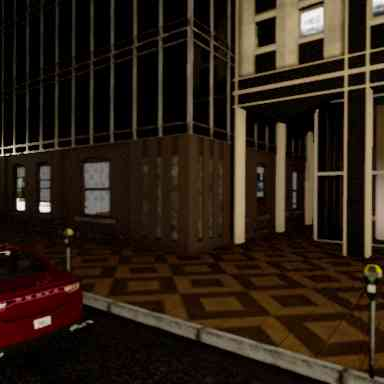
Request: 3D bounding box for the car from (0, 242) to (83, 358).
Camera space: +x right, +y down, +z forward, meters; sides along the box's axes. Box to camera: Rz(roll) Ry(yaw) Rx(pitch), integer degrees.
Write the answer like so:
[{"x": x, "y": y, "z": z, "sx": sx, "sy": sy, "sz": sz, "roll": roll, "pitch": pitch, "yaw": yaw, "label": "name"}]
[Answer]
[{"x": -3.709, "y": 1.502, "z": 5.517, "sx": 4.507, "sy": 1.381, "sz": 1.887, "roll": 0, "pitch": 0, "yaw": 35, "label": "car"}]
